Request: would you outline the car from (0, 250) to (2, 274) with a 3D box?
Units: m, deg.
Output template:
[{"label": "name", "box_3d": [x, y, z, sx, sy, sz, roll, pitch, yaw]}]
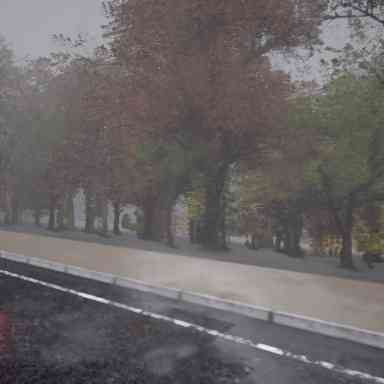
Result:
[{"label": "car", "box_3d": [-6.707, 1.495, 8.471, 4.892, 1.490, 1.837, 0, 0, 36]}]
